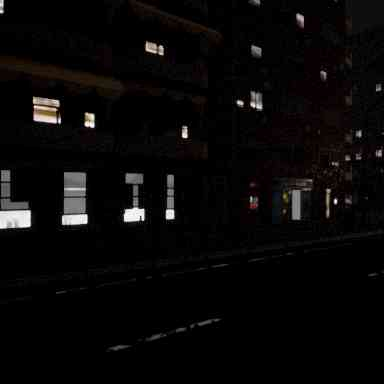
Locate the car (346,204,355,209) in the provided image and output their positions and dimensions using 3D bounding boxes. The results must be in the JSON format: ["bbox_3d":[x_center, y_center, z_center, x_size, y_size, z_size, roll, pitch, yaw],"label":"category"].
[{"bbox_3d":[15.489,1.595,38.338,2.192,1.841,5.009,-1,0,-36],"label":"car"}]

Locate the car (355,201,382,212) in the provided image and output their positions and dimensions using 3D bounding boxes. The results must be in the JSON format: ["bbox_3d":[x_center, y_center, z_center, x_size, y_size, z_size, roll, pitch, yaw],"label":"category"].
[{"bbox_3d":[22.478,1.855,43.436,1.802,1.307,4.206,-1,0,-36],"label":"car"}]
